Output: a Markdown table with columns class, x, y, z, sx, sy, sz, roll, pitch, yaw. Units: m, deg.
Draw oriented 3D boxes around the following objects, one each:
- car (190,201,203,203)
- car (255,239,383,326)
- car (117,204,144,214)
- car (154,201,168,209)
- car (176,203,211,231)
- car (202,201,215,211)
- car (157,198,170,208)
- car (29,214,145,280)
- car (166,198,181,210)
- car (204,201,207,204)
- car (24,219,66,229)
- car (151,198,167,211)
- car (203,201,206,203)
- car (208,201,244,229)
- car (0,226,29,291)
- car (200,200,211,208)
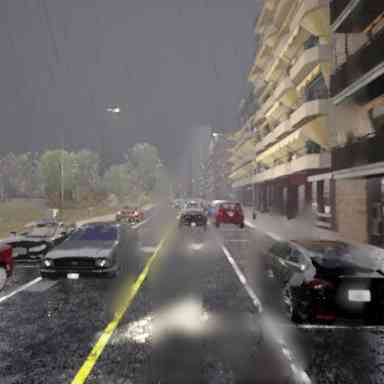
| class | x | y | z | sx | sy | sz | roll | pitch | yaw |
| --- | --- | --- | --- | --- | --- | --- | --- | --- | --- |
| car | 0.076 | 1.930 | 41.221 | 1.801 | 1.575 | 5.366 | 0 | -1 | 0 |
| car | 2.569 | 1.649 | 7.186 | 1.947 | 1.339 | 4.313 | 1 | -1 | 0 |
| car | -5.323 | 1.774 | 29.110 | 1.967 | 1.590 | 4.097 | 1 | -1 | 0 |
| car | -5.341 | 2.217 | 57.377 | 2.008 | 1.369 | 4.403 | 1 | -1 | 0 |
| car | 0.087 | 1.769 | 22.938 | 1.837 | 1.490 | 4.892 | 0 | 0 | 0 |
| car | 2.542 | 2.173 | 52.470 | 1.947 | 1.339 | 4.313 | 1 | -1 | 0 |
| car | -5.342 | 2.049 | 63.033 | 2.192 | 1.841 | 5.009 | 1 | -1 | 0 |
| car | -2.858 | 1.670 | 10.667 | 2.033 | 1.411 | 5.357 | 0 | -1 | 0 |
| car | -2.844 | 2.106 | 52.955 | 2.128 | 1.511 | 4.902 | 0 | -1 | 0 |
| car | 2.552 | 1.974 | 35.489 | 1.947 | 1.339 | 4.313 | 1 | -1 | 0 |
| car | -5.314 | 1.691 | 12.149 | 2.008 | 1.369 | 4.403 | 1 | -1 | 0 |
| car | -5.337 | 2.122 | 51.554 | 1.752 | 1.417 | 4.829 | 1 | -1 | 0 |
| car | 2.545 | 2.085 | 46.810 | 1.887 | 1.381 | 4.507 | 1 | -1 | 0 |
| car | 2.562 | 1.592 | 24.170 | 2.192 | 1.841 | 5.009 | 1 | -1 | 0 |
| car | -5.310 | 1.621 | 6.495 | 1.887 | 1.381 | 4.507 | 1 | -1 | 0 |
| car | 2.535 | 2.309 | 63.791 | 1.947 | 1.339 | 4.313 | 1 | -1 | 0 |
